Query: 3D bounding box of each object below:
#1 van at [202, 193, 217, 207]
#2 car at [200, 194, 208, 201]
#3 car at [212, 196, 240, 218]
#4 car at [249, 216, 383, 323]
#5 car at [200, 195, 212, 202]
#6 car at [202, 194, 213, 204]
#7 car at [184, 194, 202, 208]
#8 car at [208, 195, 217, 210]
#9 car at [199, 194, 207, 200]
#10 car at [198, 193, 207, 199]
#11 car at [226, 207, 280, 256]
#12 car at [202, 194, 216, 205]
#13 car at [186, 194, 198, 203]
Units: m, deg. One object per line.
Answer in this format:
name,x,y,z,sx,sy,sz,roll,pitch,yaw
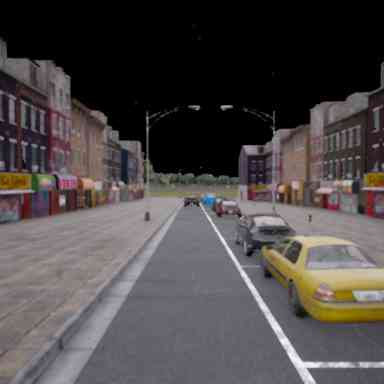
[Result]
van,2.615,1.067,45.770,1.690,1.788,3.998,-1,0,0
car,2.617,1.089,73.603,1.752,1.417,4.829,-1,0,0
car,3.022,1.354,28.313,1.812,1.442,4.674,0,0,0
car,2.621,1.481,7.215,1.752,1.417,4.829,-1,0,0
car,2.619,1.195,62.369,1.947,1.339,4.313,-1,0,0
car,2.618,1.185,57.006,1.752,1.417,4.829,-1,0,0
car,0.000,1.204,44.242,1.837,1.490,4.892,0,0,0
car,3.022,1.313,35.314,1.812,1.442,4.674,0,0,0
car,2.618,1.115,78.966,1.802,1.307,4.206,-1,0,0
car,2.617,1.052,84.498,2.008,1.369,4.403,-1,0,0
car,2.621,1.474,12.577,2.008,1.369,4.403,-1,0,0
car,2.616,1.133,51.303,1.967,1.590,4.097,-1,0,0
car,0.001,1.114,60.934,2.128,1.511,4.902,0,0,0
